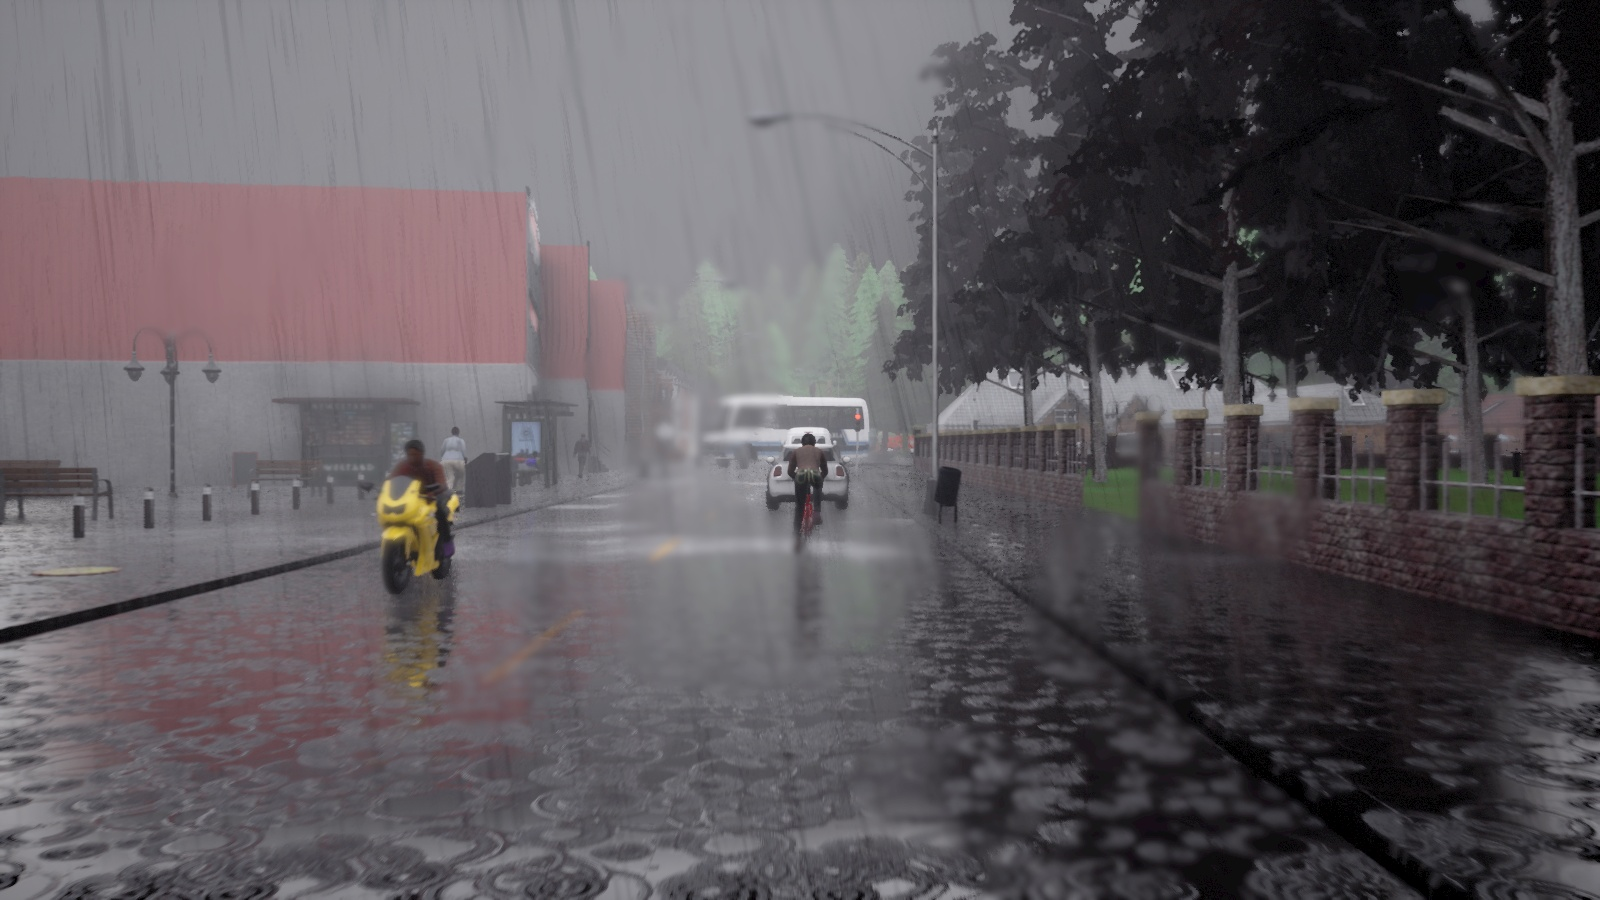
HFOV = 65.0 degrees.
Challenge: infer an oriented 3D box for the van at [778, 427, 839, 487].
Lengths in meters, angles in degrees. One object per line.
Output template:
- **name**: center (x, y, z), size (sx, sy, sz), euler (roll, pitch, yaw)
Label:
- **van**: center (0.307, 0.220, 44.456), size (2.069, 2.038, 4.480), euler (0, 0, 1)

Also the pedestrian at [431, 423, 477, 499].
- **pedestrian**: center (-8.577, 0.268, 31.179), size (0.874, 1.855, 0.900), euler (0, 0, 2)

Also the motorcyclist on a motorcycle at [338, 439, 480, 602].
- **motorcyclist on a motorcycle**: center (-3.911, 0.654, 12.756), size (0.797, 1.523, 2.044), euler (0, 0, 0)

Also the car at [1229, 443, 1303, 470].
- **car**: center (27.045, 0.371, 72.990), size (3.633, 1.501, 1.845), euler (0, 0, -1)

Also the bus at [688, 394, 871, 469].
- **bus**: center (-1.177, -1.043, 74.994), size (10.273, 4.253, 3.944), euler (0, -1, -29)

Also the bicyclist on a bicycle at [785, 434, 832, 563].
- **bicyclist on a bicycle**: center (0.114, 0.606, 16.589), size (0.582, 1.620, 1.656), euler (0, 0, 0)

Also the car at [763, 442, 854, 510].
- **car**: center (0.200, 0.549, 29.001), size (1.970, 1.475, 3.806), euler (0, 0, 0)

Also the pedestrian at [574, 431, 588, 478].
- **pedestrian**: center (-8.611, 0.171, 49.394), size (0.376, 1.854, 0.720), euler (0, 0, 2)
